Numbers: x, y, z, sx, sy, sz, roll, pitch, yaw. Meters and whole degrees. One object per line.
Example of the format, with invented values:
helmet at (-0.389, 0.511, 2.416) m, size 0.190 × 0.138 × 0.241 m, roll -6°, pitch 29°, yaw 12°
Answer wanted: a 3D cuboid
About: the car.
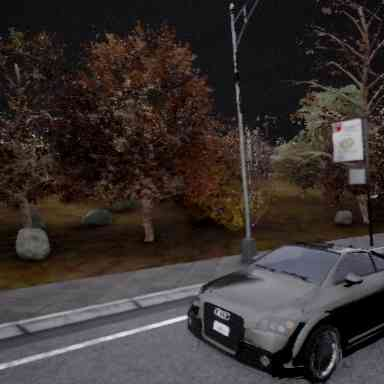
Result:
car at (1.996, 1.555, 5.416) m, size 4.181 × 1.385 × 1.994 m, roll 0°, pitch 0°, yaw -36°
